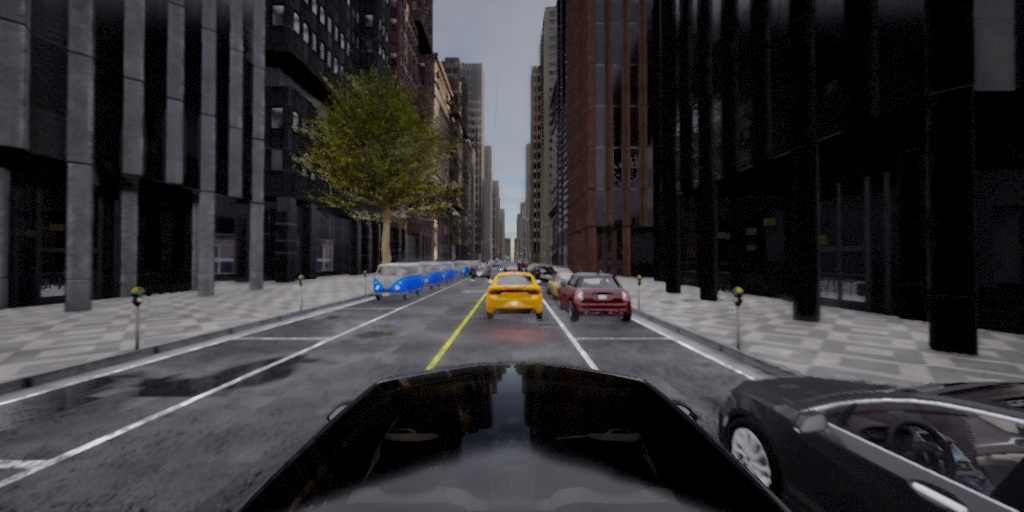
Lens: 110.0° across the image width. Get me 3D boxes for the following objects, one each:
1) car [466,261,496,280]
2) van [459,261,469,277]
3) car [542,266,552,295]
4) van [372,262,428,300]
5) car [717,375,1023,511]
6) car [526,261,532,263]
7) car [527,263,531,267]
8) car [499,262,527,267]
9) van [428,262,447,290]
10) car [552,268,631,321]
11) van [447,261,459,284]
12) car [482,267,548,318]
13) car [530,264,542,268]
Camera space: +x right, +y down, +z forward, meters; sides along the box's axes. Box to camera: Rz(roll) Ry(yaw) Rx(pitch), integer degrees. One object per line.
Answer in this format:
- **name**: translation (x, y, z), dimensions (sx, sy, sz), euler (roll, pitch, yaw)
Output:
- **car**: translation (-3.089, 1.580, 36.726), dimensions (2.128, 1.511, 4.902), euler (0, -1, 0)
- **van**: translation (-5.755, 1.471, 40.945), dimensions (1.690, 1.789, 3.998), euler (0, 0, 0)
- **car**: translation (2.766, 1.436, 18.647), dimensions (1.751, 1.417, 4.829), euler (0, 0, 0)
- **van**: translation (-5.760, 1.251, 18.473), dimensions (1.690, 1.789, 3.998), euler (0, 0, 0)
- **car**: translation (2.763, 1.300, 1.622), dimensions (2.007, 1.370, 4.403), euler (0, 0, 0)
- **car**: translation (2.771, 1.712, 46.739), dimensions (1.751, 1.417, 4.829), euler (0, 0, 0)
- **car**: translation (2.769, 1.641, 35.332), dimensions (1.948, 1.339, 4.313), euler (0, 0, 0)
- **car**: translation (0.091, 1.515, 31.506), dimensions (1.882, 1.535, 5.008), euler (0, -1, 0)
- **van**: translation (-5.759, 1.305, 24.091), dimensions (1.690, 1.789, 3.998), euler (0, 0, 0)
- **car**: translation (2.765, 1.296, 12.859), dimensions (1.967, 1.591, 4.097), euler (0, 0, 0)
- **van**: translation (-5.757, 1.360, 29.709), dimensions (1.690, 1.789, 3.998), euler (0, 0, 0)
- **car**: translation (0.091, 1.341, 13.638), dimensions (1.882, 1.535, 5.008), euler (0, 0, 0)
- **car**: translation (2.768, 1.586, 29.714), dimensions (1.948, 1.339, 4.313), euler (0, 0, 0)
